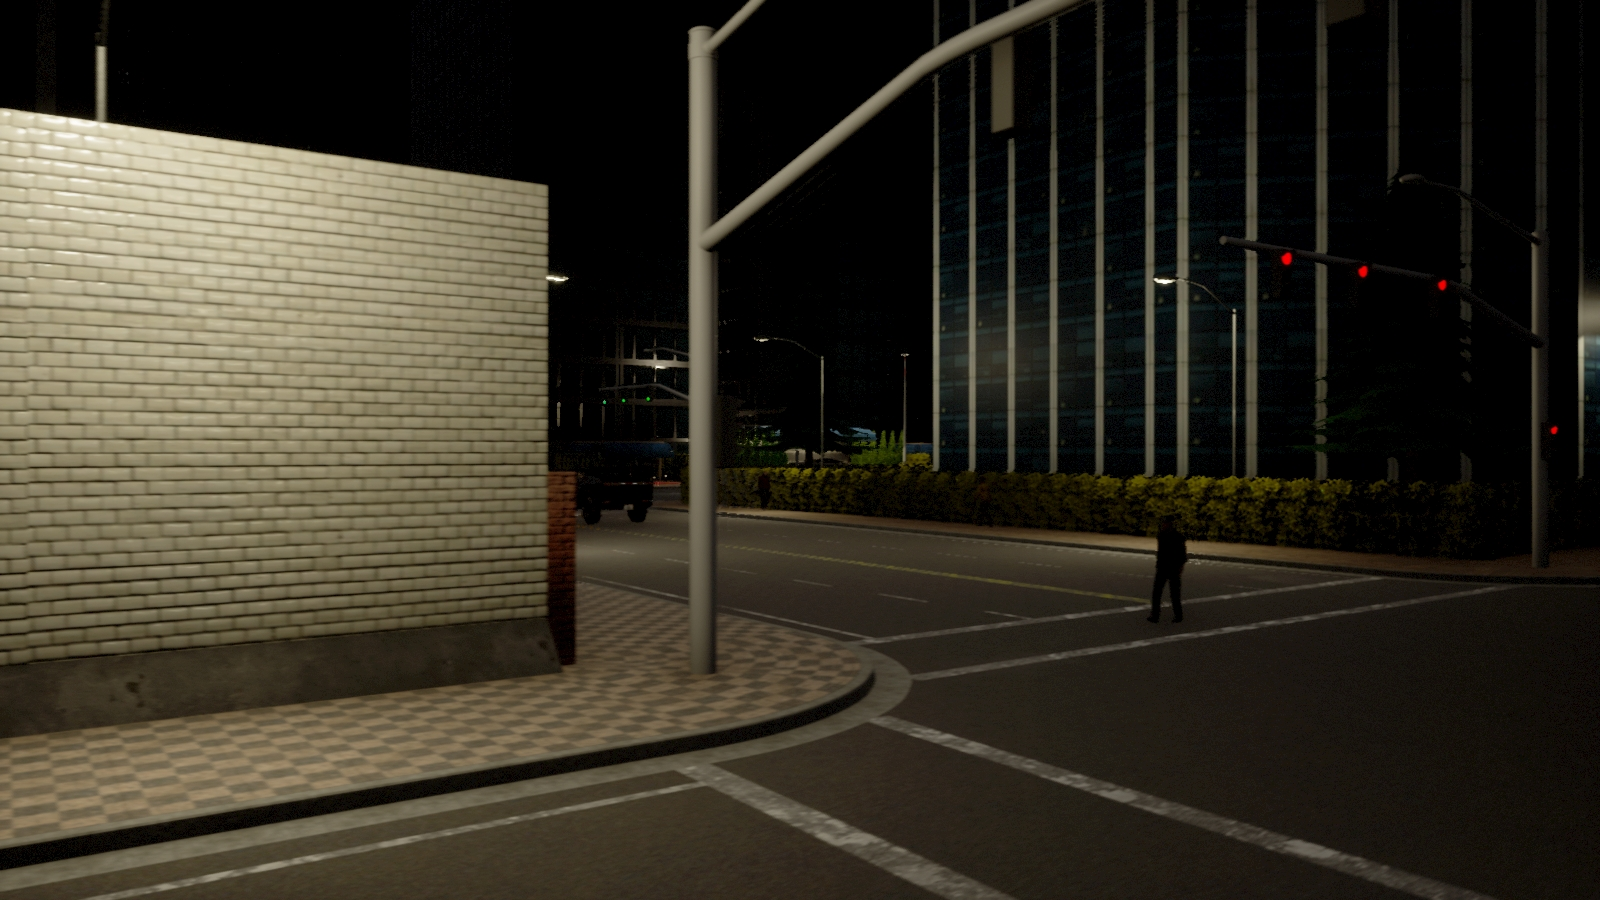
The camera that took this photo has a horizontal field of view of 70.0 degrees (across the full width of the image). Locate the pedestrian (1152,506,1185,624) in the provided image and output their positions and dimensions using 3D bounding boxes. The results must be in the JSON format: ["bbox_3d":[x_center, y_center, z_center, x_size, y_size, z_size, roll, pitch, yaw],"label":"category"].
[{"bbox_3d":[6.004,1.861,18.634,0.375,1.860,0.375,0,0,-42],"label":"pedestrian"}]

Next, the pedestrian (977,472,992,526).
[{"bbox_3d":[6.452,1.716,39.921,0.375,1.860,0.375,0,0,-37],"label":"pedestrian"}]

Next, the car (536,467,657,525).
[{"bbox_3d":[-8.293,1.768,45.995,2.390,2.098,6.274,0,0,-35],"label":"car"}]
